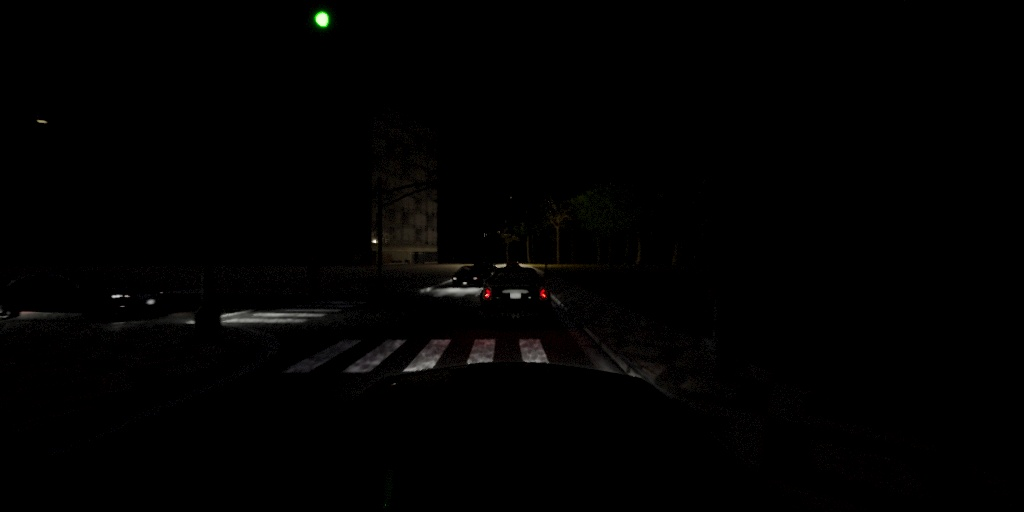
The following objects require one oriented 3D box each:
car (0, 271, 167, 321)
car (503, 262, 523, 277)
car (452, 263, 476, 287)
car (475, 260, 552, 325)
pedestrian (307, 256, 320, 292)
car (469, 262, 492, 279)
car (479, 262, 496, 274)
[{"bbox_3d":[-14.538,1.264,12.081,4.902,1.511,2.128,0,0,2],"label":"car"},{"bbox_3d":[0.100,1.459,39.549,2.033,1.411,5.357,0,0,0],"label":"car"},{"bbox_3d":[-3.098,1.405,26.188,2.033,1.411,5.357,0,0,0],"label":"car"},{"bbox_3d":[0.101,1.149,12.201,2.097,1.767,4.553,0,0,0],"label":"car"},{"bbox_3d":[-10.082,0.908,18.204,0.375,1.860,0.375,0,0,1],"label":"pedestrian"},{"bbox_3d":[-3.089,1.402,35.974,1.837,1.490,4.892,0,0,0],"label":"car"},{"bbox_3d":[-3.073,1.501,46.019,1.994,1.385,4.181,0,0,-1],"label":"car"}]
